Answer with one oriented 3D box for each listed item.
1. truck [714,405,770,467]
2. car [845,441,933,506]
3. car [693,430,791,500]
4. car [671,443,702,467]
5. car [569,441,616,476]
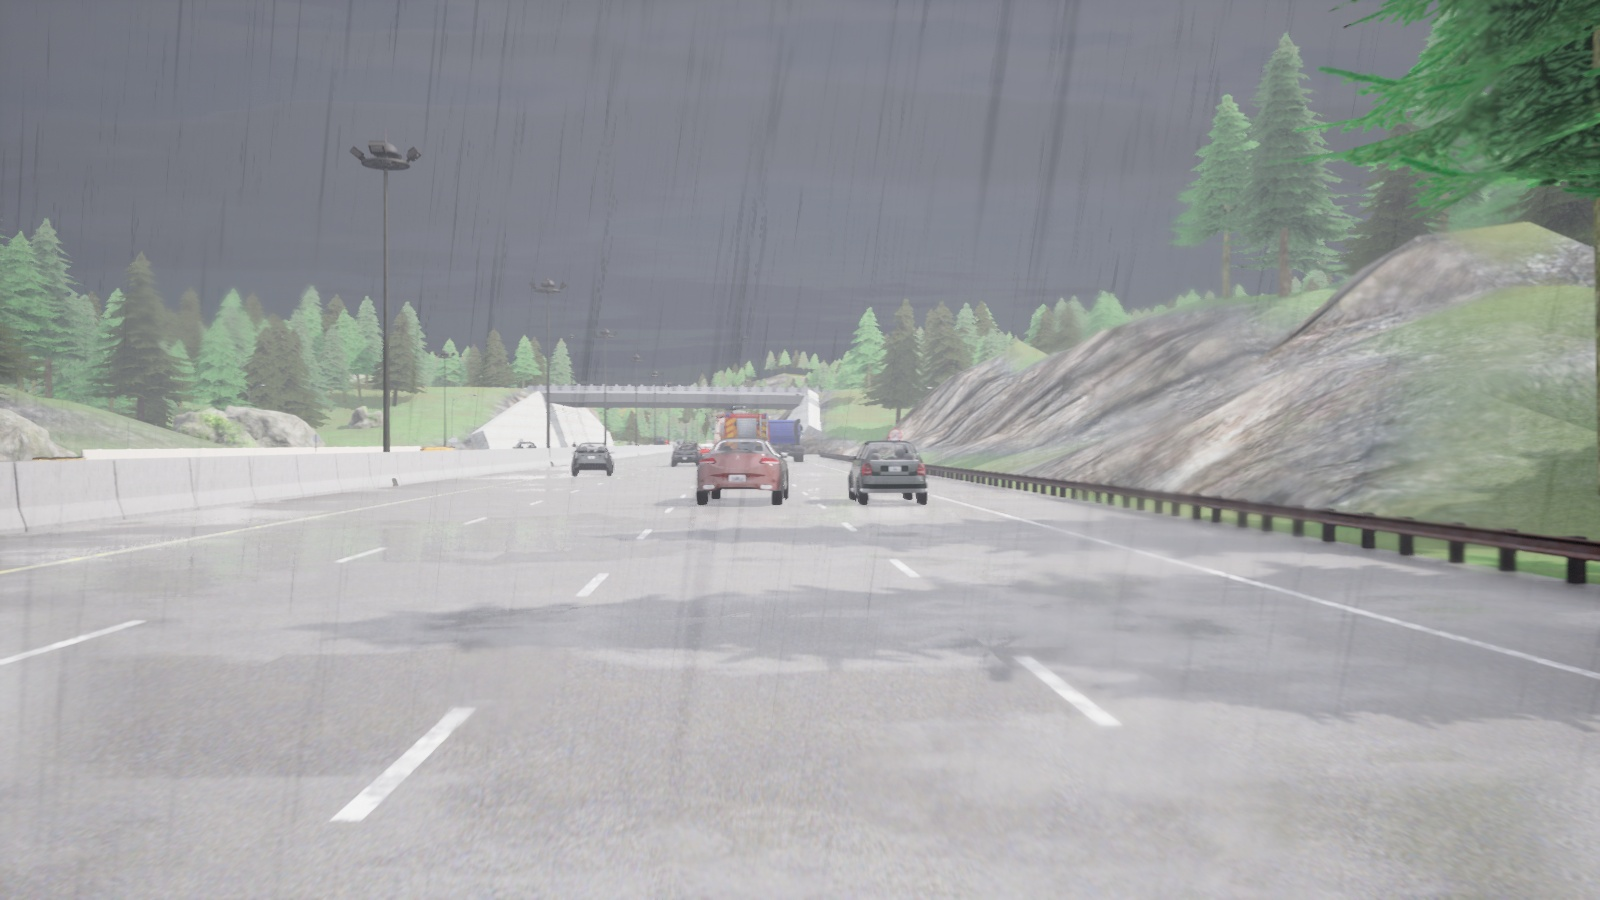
[{"bbox_3d":[-3.883,-0.885,82.414,2.891,3.827,8.468,0,0,-8],"label":"truck"},{"bbox_3d":[2.179,0.548,31.615,1.789,1.549,3.705,0,0,-3],"label":"car"},{"bbox_3d":[-1.388,0.343,32.045,2.152,1.651,5.027,0,0,1],"label":"car"},{"bbox_3d":[-7.186,0.305,79.892,1.816,1.474,4.193,0,0,-3],"label":"car"},{"bbox_3d":[-9.584,0.359,58.351,2.007,1.525,4.514,0,0,-7],"label":"car"}]
